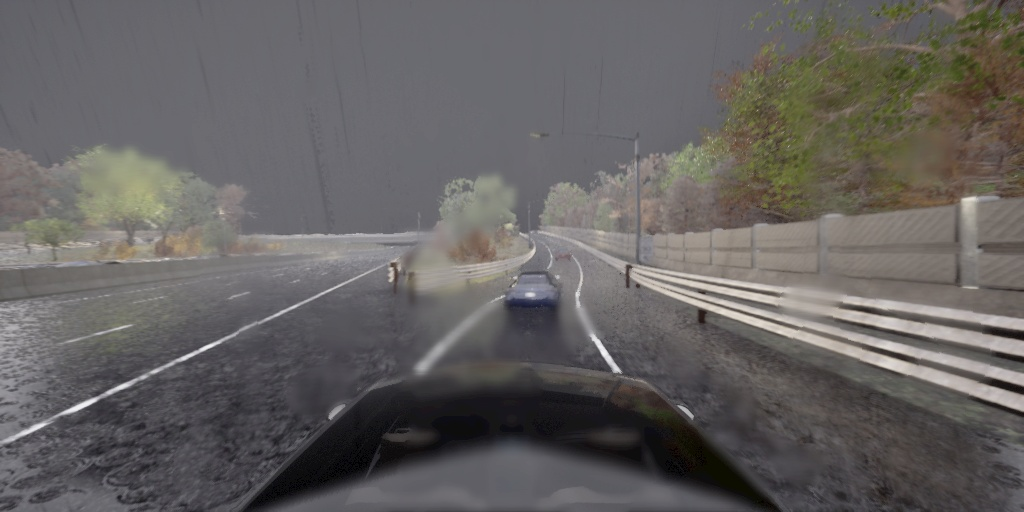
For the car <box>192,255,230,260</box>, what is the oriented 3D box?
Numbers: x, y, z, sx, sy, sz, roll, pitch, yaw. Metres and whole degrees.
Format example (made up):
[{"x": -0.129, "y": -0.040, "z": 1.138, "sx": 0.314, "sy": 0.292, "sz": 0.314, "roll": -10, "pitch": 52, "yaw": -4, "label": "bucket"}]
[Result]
[{"x": -35.147, "y": 0.690, "z": 42.511, "sx": 2.097, "sy": 1.767, "sz": 4.553, "roll": -2, "pitch": 2, "yaw": -14, "label": "car"}]

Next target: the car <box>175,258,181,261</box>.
[{"x": -39.502, "y": 0.848, "z": 45.554, "sx": 2.128, "sy": 1.511, "sz": 4.902, "roll": -2, "pitch": 2, "yaw": -14, "label": "car"}]

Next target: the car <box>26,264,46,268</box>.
[{"x": -35.378, "y": 1.188, "z": 29.166, "sx": 1.882, "sy": 1.535, "sz": 5.008, "roll": -2, "pitch": 1, "yaw": -14, "label": "car"}]

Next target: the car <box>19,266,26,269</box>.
[{"x": -39.104, "y": 1.349, "z": 29.675, "sx": 1.994, "sy": 1.385, "sz": 4.181, "roll": -2, "pitch": 2, "yaw": -14, "label": "car"}]

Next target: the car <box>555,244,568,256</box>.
[{"x": 8.548, "y": -1.048, "z": 62.214, "sx": 2.097, "sy": 1.767, "sz": 4.553, "roll": -1, "pitch": 5, "yaw": 4, "label": "car"}]

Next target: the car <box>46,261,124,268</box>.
[{"x": -31.230, "y": 1.178, "z": 26.995, "sx": 1.837, "sy": 1.490, "sz": 4.892, "roll": -2, "pitch": 2, "yaw": -14, "label": "car"}]

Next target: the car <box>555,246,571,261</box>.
[{"x": 7.492, "y": -0.265, "z": 52.188, "sx": 2.097, "sy": 1.767, "sz": 4.553, "roll": -1, "pitch": 4, "yaw": 6, "label": "car"}]

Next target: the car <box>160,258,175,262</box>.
[{"x": -43.021, "y": 1.012, "z": 45.242, "sx": 1.994, "sy": 1.385, "sz": 4.181, "roll": -2, "pitch": 2, "yaw": -14, "label": "car"}]

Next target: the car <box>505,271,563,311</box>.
[{"x": 0.969, "y": 1.273, "z": 14.199, "sx": 1.994, "sy": 1.385, "sz": 4.181, "roll": -1, "pitch": 0, "yaw": 9, "label": "car"}]
